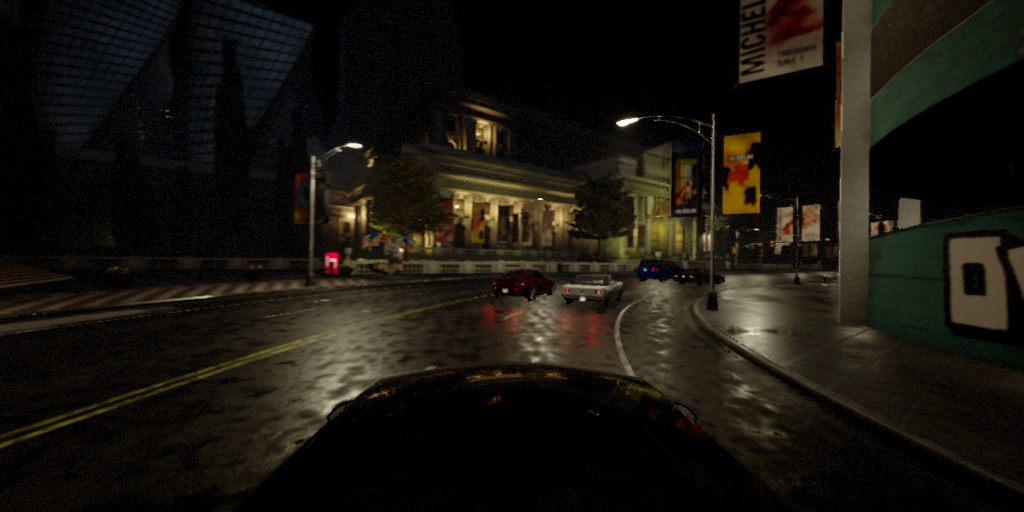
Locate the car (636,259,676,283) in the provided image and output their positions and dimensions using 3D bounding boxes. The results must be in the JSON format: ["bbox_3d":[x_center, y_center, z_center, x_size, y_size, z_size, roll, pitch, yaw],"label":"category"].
[{"bbox_3d":[13.579,1.343,32.428,5.566,2.045,2.150,1,0,-37],"label":"car"}]

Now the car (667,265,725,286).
[{"bbox_3d":[15.442,1.689,29.510,5.357,1.411,2.033,1,0,-36],"label":"car"}]

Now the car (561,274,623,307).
[{"bbox_3d":[3.833,1.482,16.457,1.895,1.301,4.718,1,0,26],"label":"car"}]

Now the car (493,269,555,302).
[{"bbox_3d":[0.675,1.356,17.704,1.812,1.442,4.674,1,0,25],"label":"car"}]
